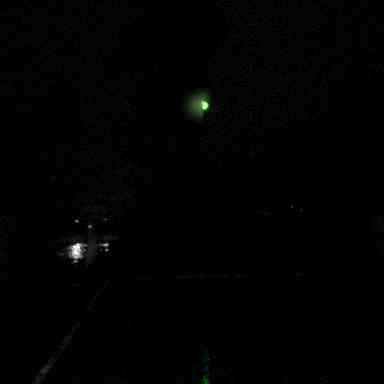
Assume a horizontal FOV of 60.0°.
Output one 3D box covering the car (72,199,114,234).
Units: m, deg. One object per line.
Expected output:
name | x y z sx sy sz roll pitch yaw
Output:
car | -5.359 1.381 18.478 1.812 1.442 4.674 0 1 -10

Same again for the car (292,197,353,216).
car | 11.748 1.416 29.558 4.718 1.301 1.895 1 1 -15

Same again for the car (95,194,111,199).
car | -11.757 0.955 43.647 1.882 1.535 5.008 0 1 -18

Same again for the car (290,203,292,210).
car | 12.238 1.284 33.315 4.902 1.511 2.128 1 1 -15
